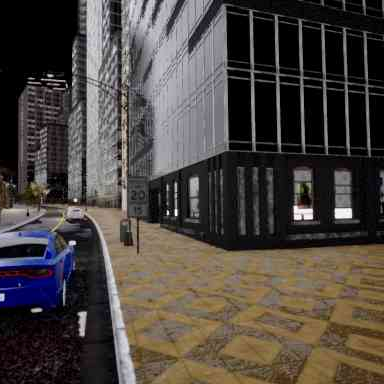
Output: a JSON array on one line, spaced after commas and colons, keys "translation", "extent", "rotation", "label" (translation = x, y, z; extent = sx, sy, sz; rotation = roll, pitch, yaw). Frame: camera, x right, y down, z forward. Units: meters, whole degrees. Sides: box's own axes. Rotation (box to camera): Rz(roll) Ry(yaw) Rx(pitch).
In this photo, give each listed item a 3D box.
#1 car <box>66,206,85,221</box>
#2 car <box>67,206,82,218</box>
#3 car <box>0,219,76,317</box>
[{"translation": [-13.135, 2.514, 37.371], "extent": [1.812, 1.442, 4.674], "rotation": [0, -2, -19], "label": "car"}, {"translation": [-16.618, 2.728, 46.938], "extent": [1.882, 1.535, 5.008], "rotation": [0, -2, -21], "label": "car"}, {"translation": [-3.865, 1.647, 7.830], "extent": [1.882, 1.535, 5.008], "rotation": [0, -2, -16], "label": "car"}]
